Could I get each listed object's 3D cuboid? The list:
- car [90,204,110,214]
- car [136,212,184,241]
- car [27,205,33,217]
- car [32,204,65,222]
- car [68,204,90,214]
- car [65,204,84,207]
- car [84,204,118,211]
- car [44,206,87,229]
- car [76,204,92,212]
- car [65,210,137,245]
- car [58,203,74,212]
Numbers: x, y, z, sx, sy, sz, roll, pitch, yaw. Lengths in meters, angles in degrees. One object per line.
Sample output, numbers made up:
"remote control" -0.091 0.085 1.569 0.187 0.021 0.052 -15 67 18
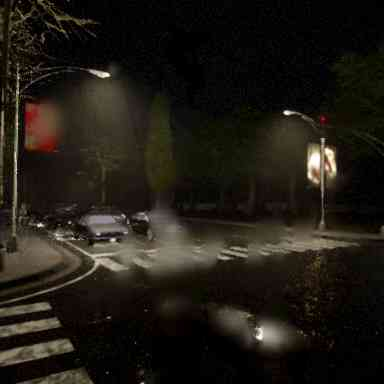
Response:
"car" -14.733 2.658 52.926 1.837 1.490 4.892 1 -2 -31
"car" -2.243 1.916 19.489 2.128 1.511 4.902 1 -2 -31
"car" -19.629 2.376 41.896 1.994 1.385 4.181 1 -2 -31
"car" -14.451 2.144 33.314 1.837 1.490 4.892 1 -2 -31
"car" -17.477 2.631 51.192 2.033 1.411 5.357 1 -2 -31
"car" -12.246 2.291 35.941 1.994 1.385 4.181 1 -2 -31
"car" -7.029 1.918 27.355 2.097 1.767 4.553 1 -2 -31
"car" -9.860 2.062 25.745 1.994 1.385 4.181 1 -2 -31
"car" -20.001 2.881 61.585 1.812 1.442 4.674 1 -2 -30
"car" -5.064 1.902 17.847 2.033 1.411 5.357 1 -2 -31
"car" -22.801 2.791 59.955 1.837 1.490 4.892 1 -2 -32
